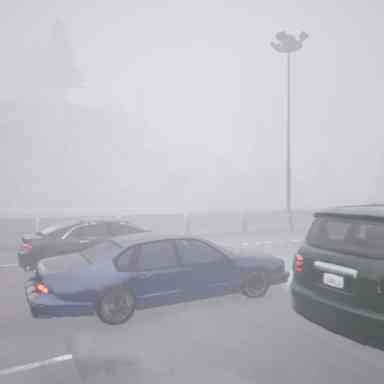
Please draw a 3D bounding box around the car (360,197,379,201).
[{"bbox_3d":[22.753,1.473,42.624,4.553,1.767,2.097,0,0,-15],"label":"car"}]

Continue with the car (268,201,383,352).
[{"bbox_3d":[4.192,1.238,5.528,5.566,2.045,2.150,0,0,-28],"label":"car"}]

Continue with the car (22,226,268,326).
[{"bbox_3d":[-0.514,1.567,7.020,5.357,1.411,2.033,0,0,-28],"label":"car"}]

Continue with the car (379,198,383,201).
[{"bbox_3d":[25.340,1.620,39.699,4.892,1.490,1.837,0,0,-14],"label":"car"}]

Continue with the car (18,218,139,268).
[{"bbox_3d":[-2.418,1.532,9.911,4.892,1.490,1.837,0,0,-29],"label":"car"}]
